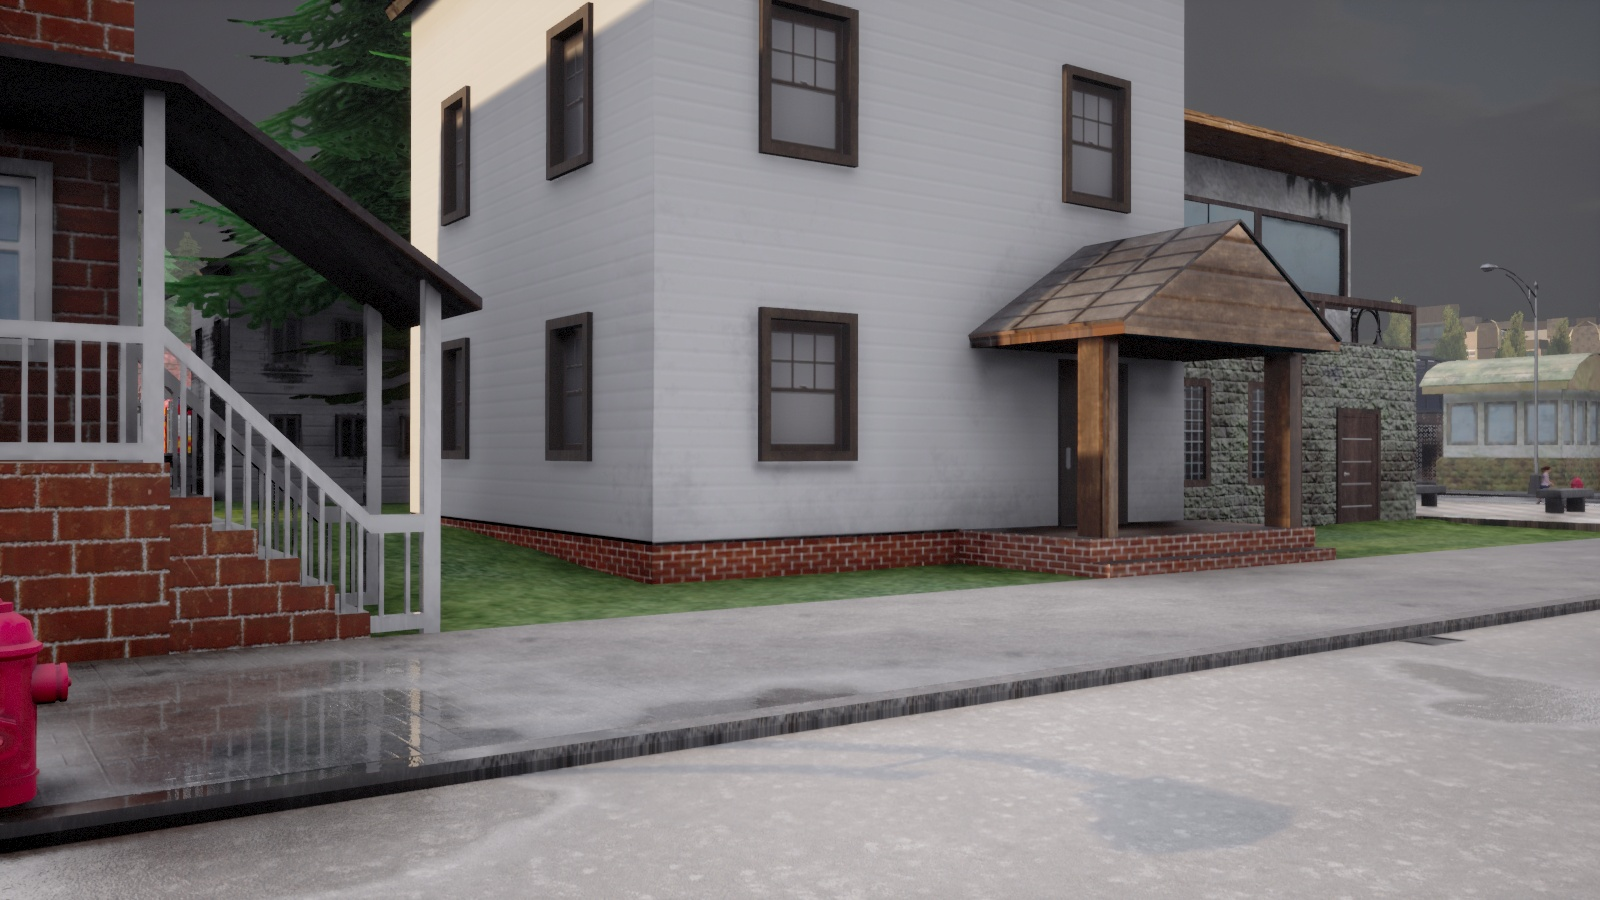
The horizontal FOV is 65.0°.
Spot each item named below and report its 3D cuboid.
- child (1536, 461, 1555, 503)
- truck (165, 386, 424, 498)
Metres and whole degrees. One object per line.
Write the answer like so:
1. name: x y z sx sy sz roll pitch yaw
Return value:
1. child: 19.865 0.854 33.463 0.394 1.110 0.255 0 0 40
2. truck: -18.604 -0.266 46.530 8.468 3.827 2.891 0 0 -35
